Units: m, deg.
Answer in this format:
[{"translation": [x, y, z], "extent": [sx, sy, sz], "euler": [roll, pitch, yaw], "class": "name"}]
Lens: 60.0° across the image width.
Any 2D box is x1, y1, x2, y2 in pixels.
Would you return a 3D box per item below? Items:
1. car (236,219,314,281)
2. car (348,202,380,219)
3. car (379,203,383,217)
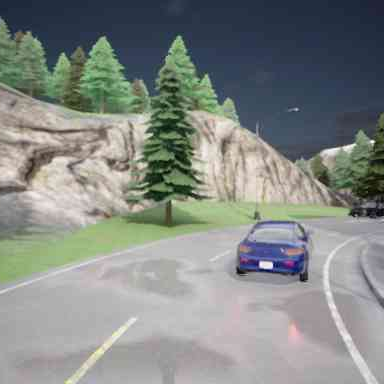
[{"translation": [2.577, 1.543, 9.954], "extent": [1.812, 1.442, 4.674], "euler": [0, 0, 21], "class": "car"}, {"translation": [16.364, 1.638, 29.726], "extent": [5.357, 1.411, 2.033], "euler": [0, 0, -29], "class": "car"}, {"translation": [16.669, 1.643, 25.490], "extent": [4.181, 1.385, 1.994], "euler": [1, 0, -32], "class": "car"}]
